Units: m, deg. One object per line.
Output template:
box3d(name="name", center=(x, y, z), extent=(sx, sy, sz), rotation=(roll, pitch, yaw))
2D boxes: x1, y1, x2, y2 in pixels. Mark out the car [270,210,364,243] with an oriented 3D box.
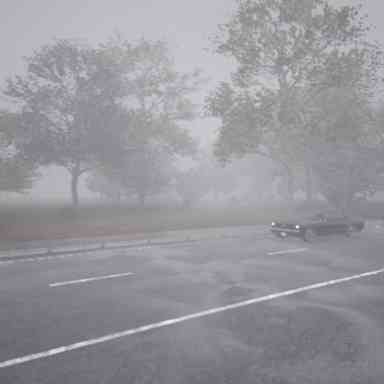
box3d(name="car", center=(5.996, 1.561, 15.908), extent=(4.718, 1.301, 1.895), rotation=(0, 0, -30))
